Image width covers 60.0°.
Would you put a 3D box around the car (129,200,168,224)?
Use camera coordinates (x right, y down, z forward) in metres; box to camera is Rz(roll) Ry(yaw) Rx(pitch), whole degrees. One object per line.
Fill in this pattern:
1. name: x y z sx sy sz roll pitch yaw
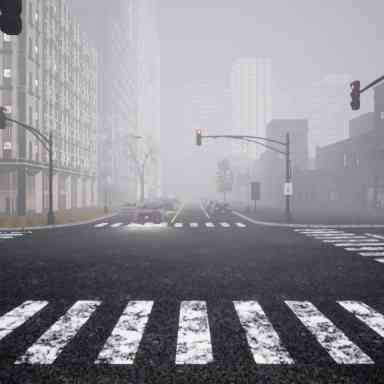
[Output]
1. car: -3.113 1.570 24.745 1.994 1.385 4.181 0 0 0

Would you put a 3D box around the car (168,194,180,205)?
1. car: -3.094 1.593 58.187 1.994 1.385 4.181 0 0 0

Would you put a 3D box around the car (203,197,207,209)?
1. car: 2.667 1.598 41.943 1.802 1.307 4.206 0 0 0

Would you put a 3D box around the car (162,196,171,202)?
1. car: -5.734 1.631 75.181 1.802 1.307 4.206 0 0 0

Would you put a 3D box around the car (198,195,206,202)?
1. car: 2.647 1.600 75.187 2.008 1.369 4.403 0 0 0

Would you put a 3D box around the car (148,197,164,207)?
1. car: -5.720 1.575 53.019 2.008 1.369 4.403 0 0 0

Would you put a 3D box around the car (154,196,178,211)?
1. car: -3.121 1.580 40.374 1.994 1.385 4.181 0 0 0

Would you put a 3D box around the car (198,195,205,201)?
1. car: 2.637 1.639 91.810 1.947 1.339 4.313 0 0 0

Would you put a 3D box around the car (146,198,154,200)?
1. car: -5.714 1.541 41.767 1.752 1.417 4.829 0 0 0

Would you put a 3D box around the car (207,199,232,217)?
1. car: 2.674 1.554 30.860 1.887 1.381 4.507 0 0 0

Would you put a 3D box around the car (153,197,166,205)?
1. car: -5.724 1.594 58.559 1.947 1.339 4.313 0 0 0

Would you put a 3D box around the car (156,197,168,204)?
1. car: -5.727 1.600 64.101 1.947 1.339 4.313 0 0 0

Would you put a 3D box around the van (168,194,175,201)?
1. van: -5.743 1.414 91.805 1.690 1.788 3.998 0 0 0

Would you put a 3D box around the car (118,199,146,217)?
1. car: -5.707 1.591 30.855 1.802 1.307 4.206 0 0 0
